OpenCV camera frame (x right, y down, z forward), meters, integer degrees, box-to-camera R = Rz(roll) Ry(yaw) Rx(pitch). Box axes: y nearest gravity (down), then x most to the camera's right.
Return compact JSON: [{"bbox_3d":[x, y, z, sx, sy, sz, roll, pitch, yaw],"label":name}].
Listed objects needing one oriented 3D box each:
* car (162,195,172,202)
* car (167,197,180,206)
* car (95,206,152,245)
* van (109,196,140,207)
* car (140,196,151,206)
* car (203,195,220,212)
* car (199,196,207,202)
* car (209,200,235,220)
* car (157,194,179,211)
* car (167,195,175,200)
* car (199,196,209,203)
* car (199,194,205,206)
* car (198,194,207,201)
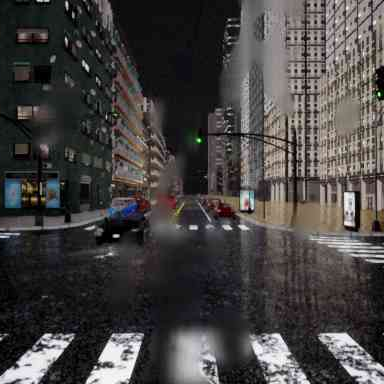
[{"bbox_3d":[-5.829,1.494,77.624,1.967,1.590,4.097,0,0,0],"label":"car"},{"bbox_3d":[-3.107,1.533,56.713,2.033,1.411,5.357,0,0,0],"label":"car"},{"bbox_3d":[-3.028,1.570,15.310,1.994,1.385,4.181,0,0,0],"label":"car"},{"bbox_3d":[-5.734,1.352,27.876,1.690,1.788,3.998,0,0,0],"label":"van"},{"bbox_3d":[-5.744,1.329,33.403,2.192,1.841,5.009,0,0,0],"label":"car"},{"bbox_3d":[2.625,1.457,38.946,1.967,1.590,4.097,0,0,0],"label":"car"},{"bbox_3d":[2.551,1.636,77.639,1.802,1.307,4.206,0,0,0],"label":"car"},{"bbox_3d":[2.645,1.592,27.890,1.802,1.307,4.206,0,0,0],"label":"car"},{"bbox_3d":[-3.078,1.247,41.500,2.150,2.045,5.566,0,0,0],"label":"car"},{"bbox_3d":[-5.861,1.643,94.207,1.947,1.339,4.313,0,0,0],"label":"car"},{"bbox_3d":[2.561,1.592,72.112,1.887,1.381,4.507,0,0,0],"label":"car"},{"bbox_3d":[2.593,1.469,55.529,1.967,1.590,4.097,0,0,0],"label":"car"},{"bbox_3d":[2.542,1.376,83.167,2.192,1.841,5.009,0,0,0],"label":"car"}]
